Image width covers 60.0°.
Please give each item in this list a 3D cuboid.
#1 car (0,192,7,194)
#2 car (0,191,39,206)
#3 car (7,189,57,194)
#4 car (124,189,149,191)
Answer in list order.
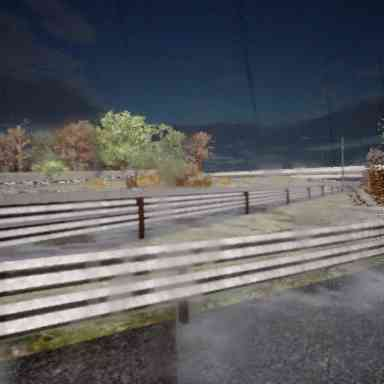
[{"bbox_3d":[-19.536,0.747,32.459,2.128,1.511,4.902,0,1,30],"label":"car"},{"bbox_3d":[-20.306,0.680,38.194,1.837,1.490,4.892,0,1,30],"label":"car"},{"bbox_3d":[-15.237,0.530,32.948,2.097,1.767,4.553,0,1,30],"label":"car"},{"bbox_3d":[-8.026,0.258,52.624,1.837,1.490,4.892,0,1,30],"label":"car"}]
